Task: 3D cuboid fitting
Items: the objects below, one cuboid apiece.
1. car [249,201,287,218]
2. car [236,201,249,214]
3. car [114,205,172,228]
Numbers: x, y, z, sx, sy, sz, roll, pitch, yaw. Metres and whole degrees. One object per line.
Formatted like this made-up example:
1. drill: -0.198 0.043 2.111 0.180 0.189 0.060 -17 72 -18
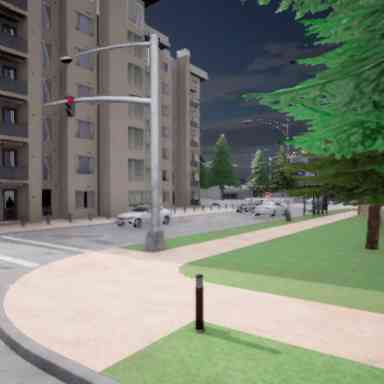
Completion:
1. car: 7.598 1.620 31.912 1.812 1.442 4.674 0 0 37
2. car: 6.553 1.682 36.663 1.994 1.385 4.181 0 0 37
3. car: -3.299 1.646 23.440 1.812 1.442 4.674 0 0 37
